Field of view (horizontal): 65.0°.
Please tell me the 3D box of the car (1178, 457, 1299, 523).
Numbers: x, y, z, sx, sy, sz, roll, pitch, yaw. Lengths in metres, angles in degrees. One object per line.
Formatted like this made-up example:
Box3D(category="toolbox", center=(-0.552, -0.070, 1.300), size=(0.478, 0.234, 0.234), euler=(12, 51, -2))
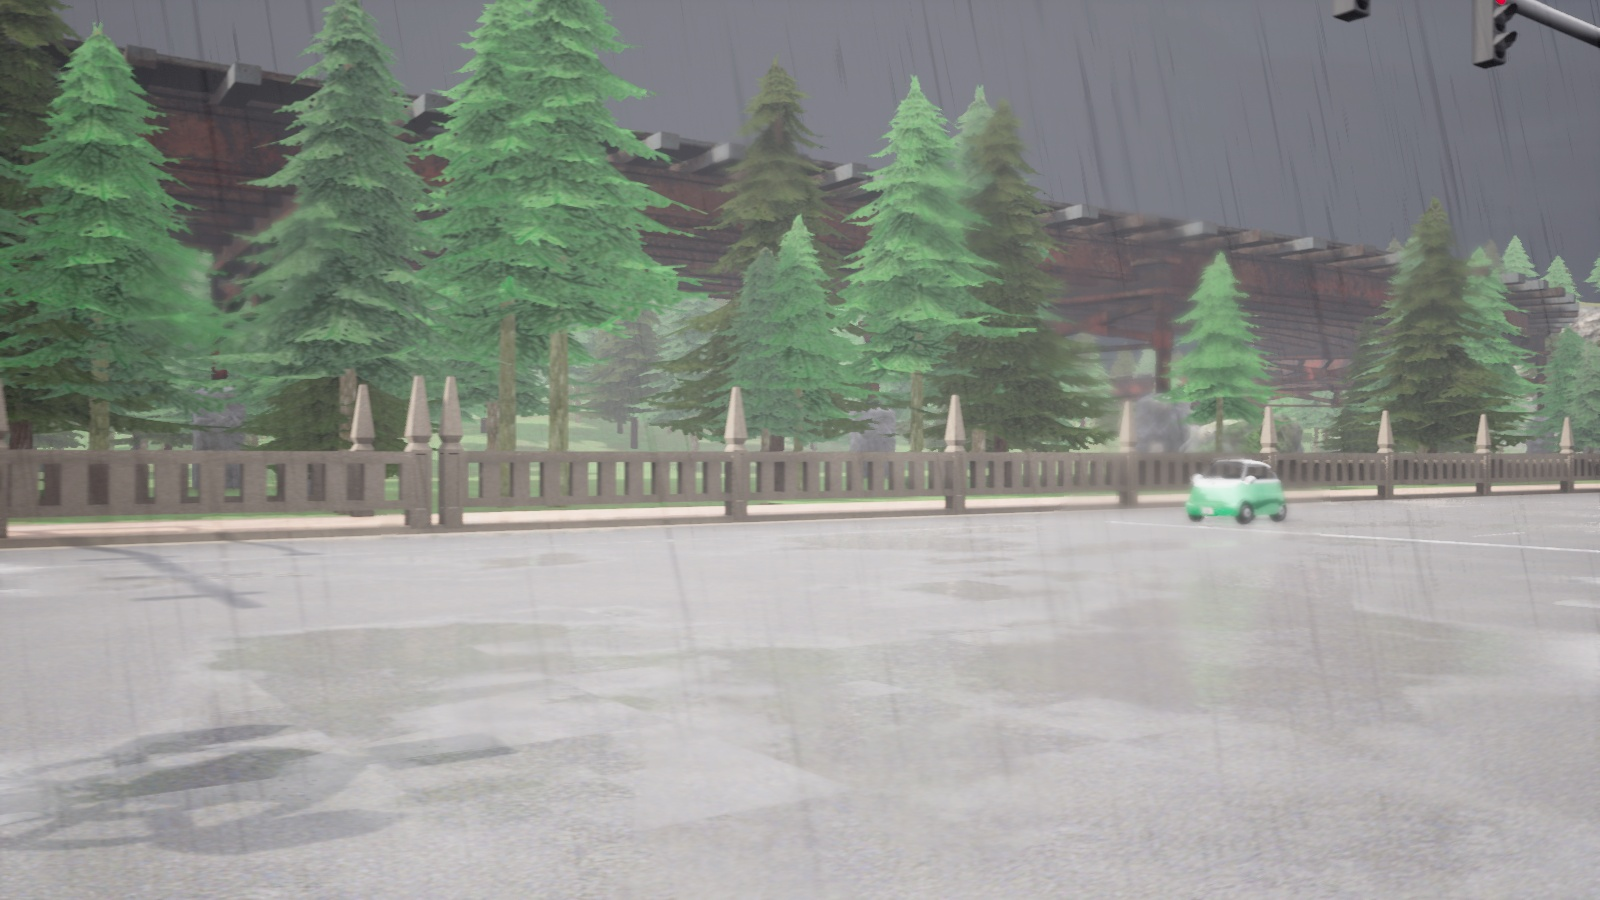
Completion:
Box3D(category="car", center=(9.563, 0.846, 27.373), size=(2.207, 1.376, 1.481), euler=(0, 0, -35))
